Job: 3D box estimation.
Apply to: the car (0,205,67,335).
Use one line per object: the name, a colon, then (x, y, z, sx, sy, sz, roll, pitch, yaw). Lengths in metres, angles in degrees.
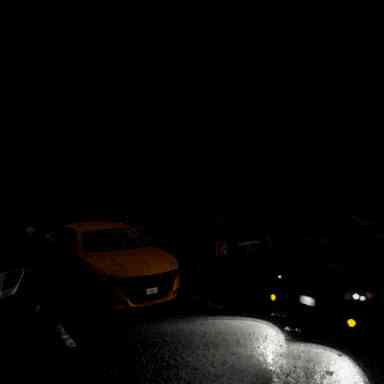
car: (-4.415, 1.229, 6.262, 2.435, 2.045, 5.566, 0, 0, -36)

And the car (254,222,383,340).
car: (3.463, 1.544, 6.499, 4.181, 1.385, 1.994, 0, 0, -36)

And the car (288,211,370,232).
car: (4.610, 1.459, 12.797, 2.163, 1.488, 4.792, 0, 0, -36)

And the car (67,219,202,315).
car: (-2.164, 1.478, 7.916, 2.097, 1.535, 5.008, 0, 0, -36)

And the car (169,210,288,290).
car: (0.117, 1.341, 9.504, 2.185, 1.767, 4.553, 0, 0, -36)
